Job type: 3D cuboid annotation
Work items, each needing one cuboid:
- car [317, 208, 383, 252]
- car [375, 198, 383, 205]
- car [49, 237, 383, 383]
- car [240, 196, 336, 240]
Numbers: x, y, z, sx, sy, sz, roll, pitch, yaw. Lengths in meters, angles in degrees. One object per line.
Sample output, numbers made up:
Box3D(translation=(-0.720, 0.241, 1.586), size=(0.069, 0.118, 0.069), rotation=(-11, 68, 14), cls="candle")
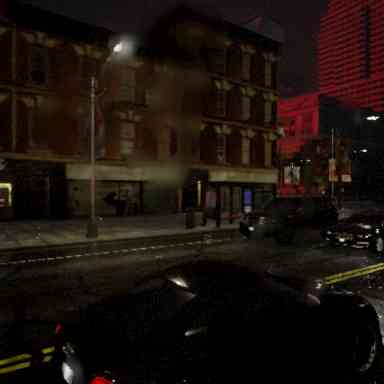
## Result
Box3D(translation=(7.497, 1.528, 13.703), size=(4.892, 1.490, 1.837), rotation=(0, 0, -36), cls="car")
Box3D(translation=(35.927, 1.625, 61.127), size=(2.002, 1.452, 4.674), rotation=(0, 0, -16), cls="car")
Box3D(translation=(0.524, 1.568, 4.120), size=(4.181, 1.385, 1.994), rotation=(0, 0, -35), cls="car")
Box3D(translation=(4.841, 1.243, 16.044), size=(5.566, 2.045, 2.150), rotation=(0, 0, -36), cls="car")
